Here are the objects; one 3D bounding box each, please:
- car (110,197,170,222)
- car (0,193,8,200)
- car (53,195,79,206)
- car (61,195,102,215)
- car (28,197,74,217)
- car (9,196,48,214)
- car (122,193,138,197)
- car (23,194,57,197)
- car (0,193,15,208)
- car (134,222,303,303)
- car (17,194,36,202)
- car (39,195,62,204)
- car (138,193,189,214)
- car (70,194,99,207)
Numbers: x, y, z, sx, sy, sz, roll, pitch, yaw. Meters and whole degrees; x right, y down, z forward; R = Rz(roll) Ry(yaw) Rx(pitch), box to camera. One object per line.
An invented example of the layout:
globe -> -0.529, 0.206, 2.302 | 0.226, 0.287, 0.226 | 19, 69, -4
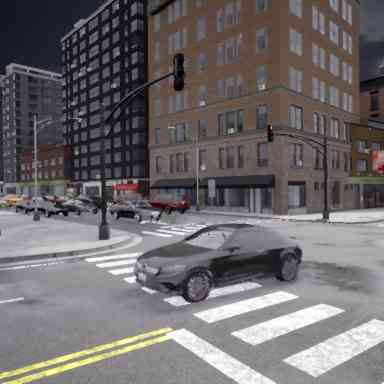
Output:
car -> -4.206, 1.372, 24.657 | 2.128, 1.511, 4.902 | -1, 1, -44
car -> -40.838, 0.885, 70.680 | 1.947, 1.339, 4.313 | 0, 1, -44
car -> -17.820, 1.181, 46.970 | 1.802, 1.307, 4.206 | 0, 1, -44
car -> -10.622, 1.336, 31.263 | 1.812, 1.442, 4.674 | -1, 1, -44
car -> -12.422, 1.417, 29.173 | 1.947, 1.339, 4.313 | 0, 1, -44
car -> -16.258, 1.375, 33.124 | 1.947, 1.339, 4.313 | 0, 1, -44
car -> -6.309, 1.044, 35.113 | 2.192, 1.841, 5.009 | 0, 1, -44
car -> -17.548, 1.258, 38.411 | 1.812, 1.442, 4.674 | -1, 1, -44
car -> -23.810, 1.248, 40.902 | 1.752, 1.417, 4.829 | 0, 1, -44
car -> 0.864, 1.537, 8.301 | 4.674, 1.442, 1.812 | 1, 0, -36
car -> -29.328, 1.044, 58.825 | 1.802, 1.307, 4.206 | 0, 1, -44
car -> -21.656, 1.136, 50.922 | 1.802, 1.307, 4.206 | 0, 1, -44
car -> -2.473, 1.086, 31.161 | 2.192, 1.841, 5.009 | 0, 1, -44
car -> -13.983, 1.083, 43.017 | 1.967, 1.590, 4.097 | 0, 1, -44
